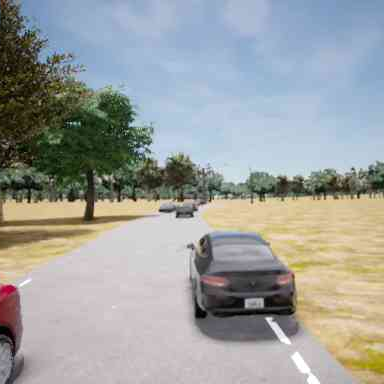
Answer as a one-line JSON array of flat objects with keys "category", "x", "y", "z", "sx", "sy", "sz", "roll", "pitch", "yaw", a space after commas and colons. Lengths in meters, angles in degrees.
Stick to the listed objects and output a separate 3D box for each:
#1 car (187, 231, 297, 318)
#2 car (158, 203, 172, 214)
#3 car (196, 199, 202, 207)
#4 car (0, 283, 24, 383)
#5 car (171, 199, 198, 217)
[{"category": "car", "x": 0.894, "y": 1.603, "z": 7.502, "sx": 1.812, "sy": 1.442, "sz": 4.674, "roll": -1, "pitch": -1, "yaw": -2}, {"category": "car", "x": -3.412, "y": 2.211, "z": 46.484, "sx": 2.033, "sy": 1.411, "sz": 5.357, "roll": -2, "pitch": -1, "yaw": 5}, {"category": "car", "x": -0.218, "y": 2.019, "z": 47.012, "sx": 1.882, "sy": 1.535, "sz": 5.008, "roll": -2, "pitch": -1, "yaw": 7}, {"category": "car", "x": -3.204, "y": 1.627, "z": 2.481, "sx": 1.882, "sy": 1.535, "sz": 5.008, "roll": -3, "pitch": -2, "yaw": -1}, {"category": "car", "x": -0.743, "y": 1.937, "z": 36.438, "sx": 2.128, "sy": 1.511, "sz": 4.902, "roll": -2, "pitch": -1, "yaw": 1}]
